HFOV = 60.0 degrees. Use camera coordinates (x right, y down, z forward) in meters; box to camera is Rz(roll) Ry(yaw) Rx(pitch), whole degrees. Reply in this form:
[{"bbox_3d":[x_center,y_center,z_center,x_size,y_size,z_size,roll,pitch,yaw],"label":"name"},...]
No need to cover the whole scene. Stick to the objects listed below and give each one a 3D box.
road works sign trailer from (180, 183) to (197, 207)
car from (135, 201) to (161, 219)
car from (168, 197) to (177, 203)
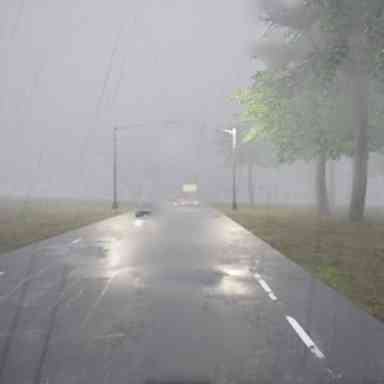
[{"bbox_3d":[-0.349,0.443,52.294,2.380,3.560,2.880,0,0,-1],"label":"road works sign trailer"},{"bbox_3d":[-3.714,1.517,29.136,2.033,1.411,5.357,0,0,0],"label":"car"},{"bbox_3d":[-4.154,1.648,71.474,1.895,1.301,4.718,0,0,-1],"label":"car"}]
